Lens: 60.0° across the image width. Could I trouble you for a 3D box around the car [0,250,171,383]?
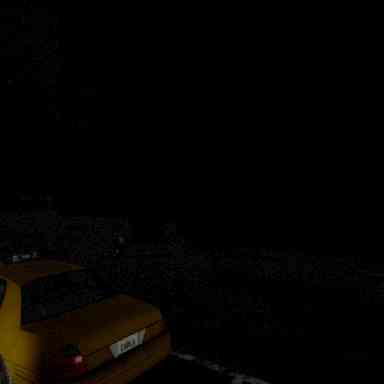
[{"bbox_3d":[-2.536,1.525,4.766,4.829,1.417,1.752,0,0,35],"label":"car"}]
